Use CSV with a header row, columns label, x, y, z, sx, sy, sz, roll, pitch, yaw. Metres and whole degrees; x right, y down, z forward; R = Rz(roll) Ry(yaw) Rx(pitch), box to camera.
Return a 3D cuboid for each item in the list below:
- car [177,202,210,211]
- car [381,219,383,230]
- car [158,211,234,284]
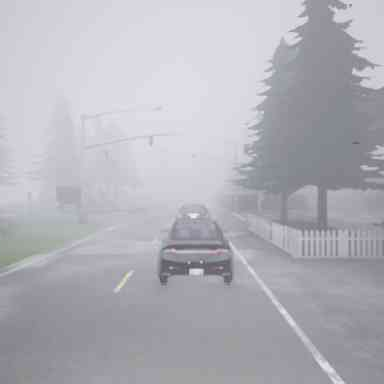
label,x,y,z,sx,sy,sz,roll,pitch,yaw
car,0.087,1.482,21.584,2.097,1.767,4.553,0,0,0
car,11.018,1.409,16.029,1.905,1.878,3.866,0,0,-1
car,0.094,1.552,9.753,2.128,1.511,4.902,0,0,0
